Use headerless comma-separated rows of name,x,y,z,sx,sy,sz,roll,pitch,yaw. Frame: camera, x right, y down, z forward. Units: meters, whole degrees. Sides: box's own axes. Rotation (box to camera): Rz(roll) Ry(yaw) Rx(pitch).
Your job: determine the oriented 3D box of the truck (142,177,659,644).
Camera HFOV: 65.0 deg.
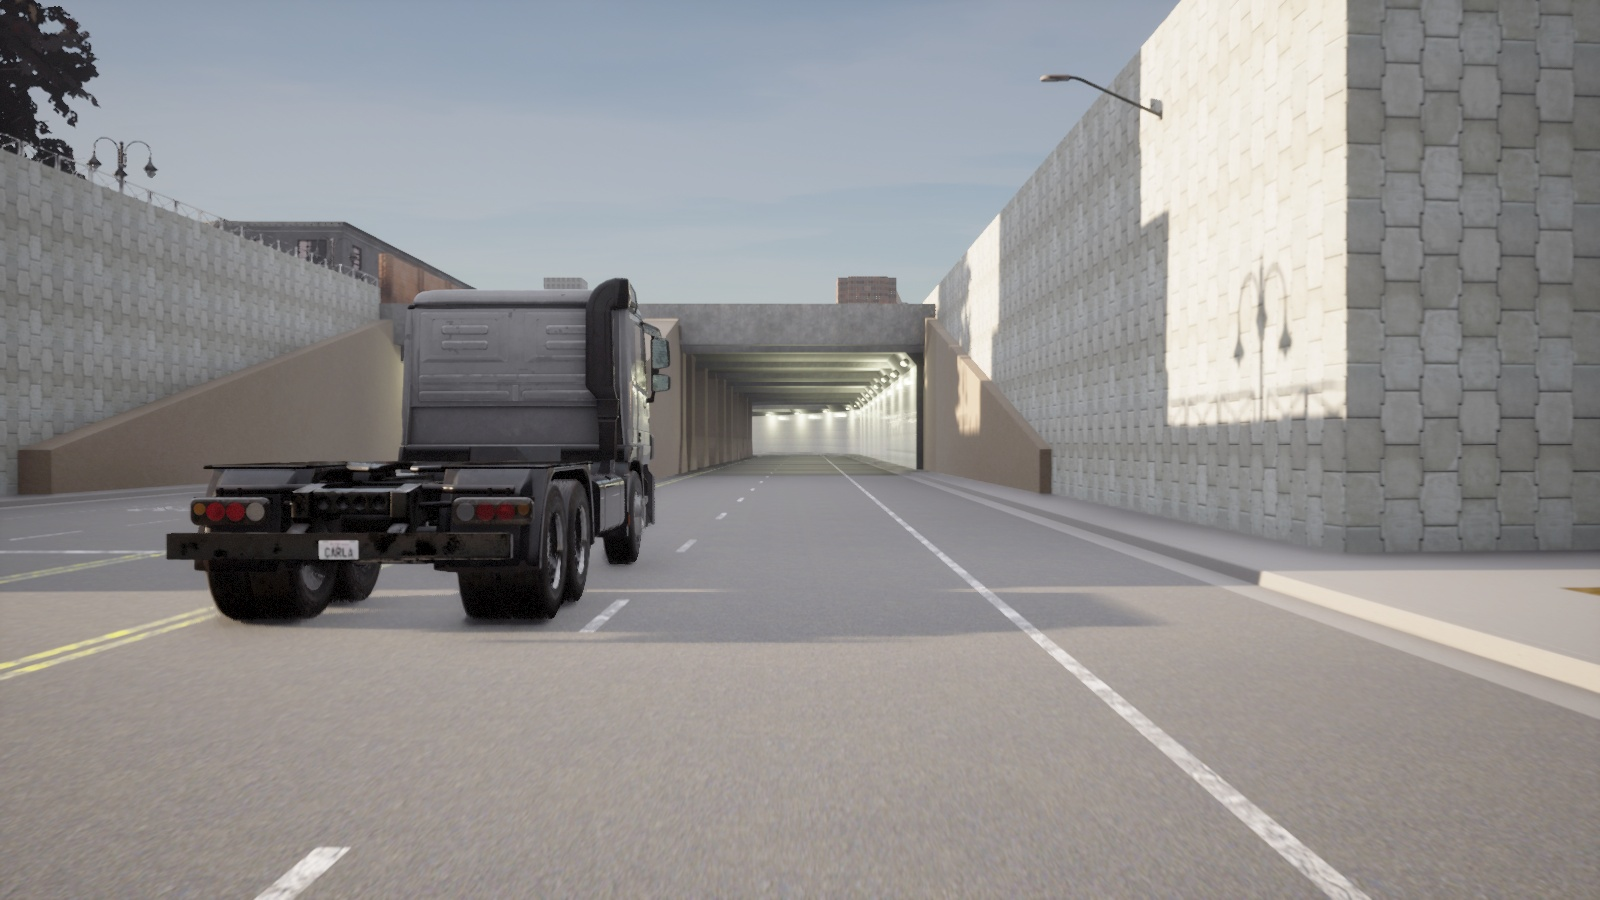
truck,-3.410,-0.313,13.280,2.891,3.462,7.936,0,0,0
